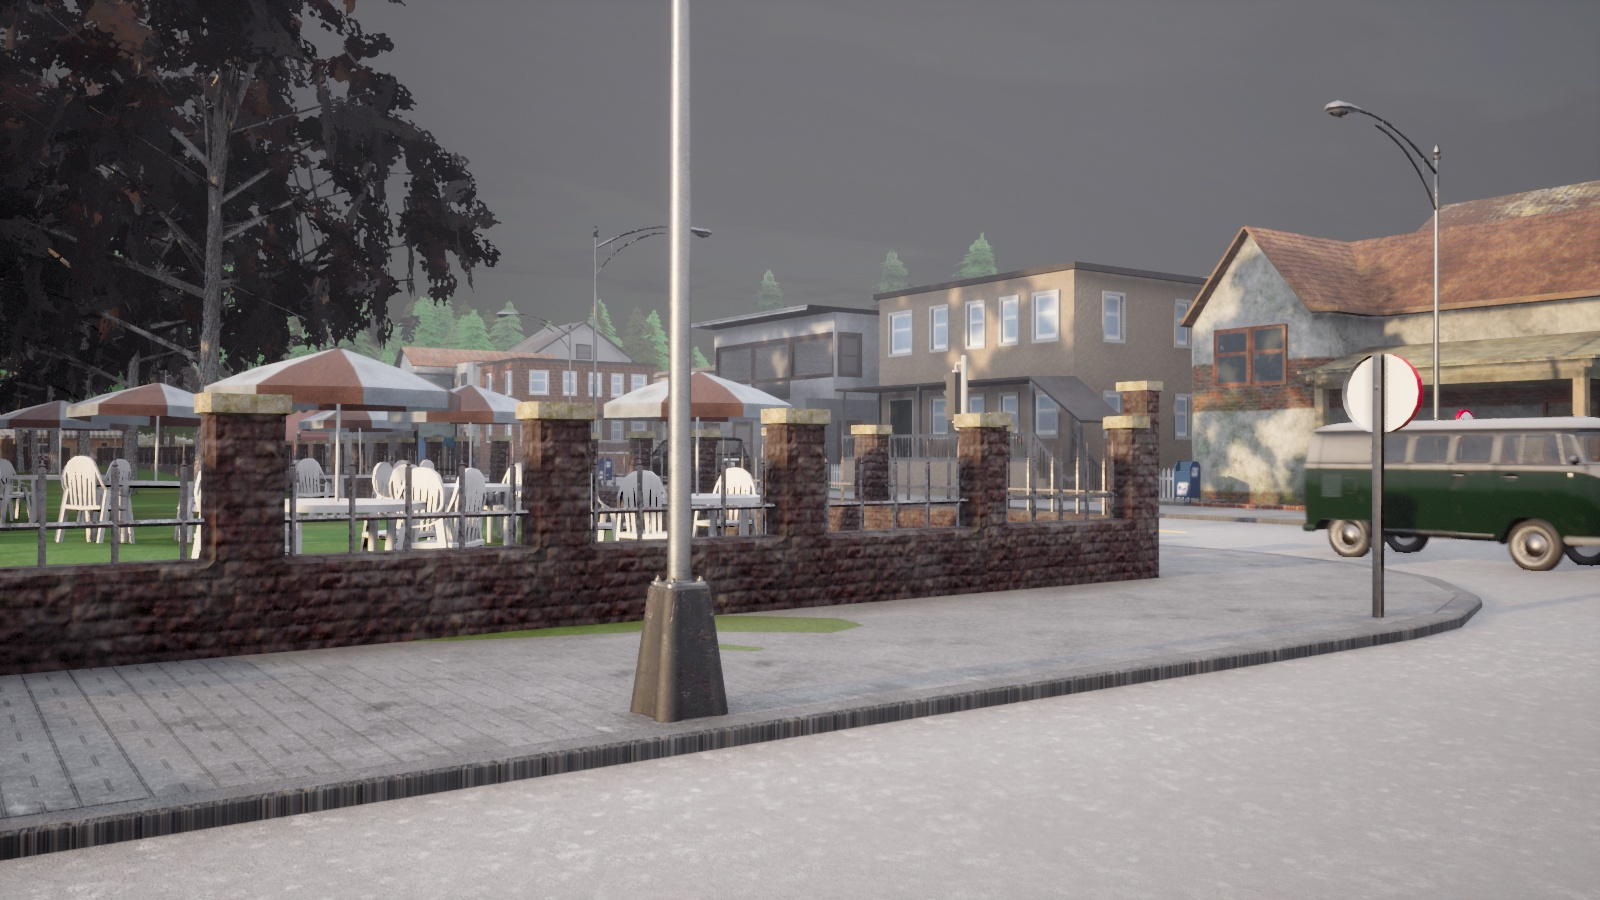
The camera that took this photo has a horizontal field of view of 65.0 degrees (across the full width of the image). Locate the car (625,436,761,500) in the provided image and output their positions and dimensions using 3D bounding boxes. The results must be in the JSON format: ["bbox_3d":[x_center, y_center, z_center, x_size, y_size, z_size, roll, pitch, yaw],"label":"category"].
[{"bbox_3d":[-3.768,0.577,43.111,2.150,2.045,5.566,0,0,-35],"label":"car"}]

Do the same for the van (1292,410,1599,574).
[{"bbox_3d":[9.325,0.520,17.383,1.775,1.987,4.442,0,0,-34],"label":"van"}]
